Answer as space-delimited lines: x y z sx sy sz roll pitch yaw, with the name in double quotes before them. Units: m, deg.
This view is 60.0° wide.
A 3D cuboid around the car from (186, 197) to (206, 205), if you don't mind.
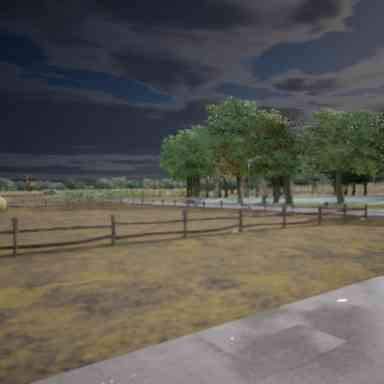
"car" 0.655 1.695 63.795 2.128 1.511 4.902 -3 1 -35
